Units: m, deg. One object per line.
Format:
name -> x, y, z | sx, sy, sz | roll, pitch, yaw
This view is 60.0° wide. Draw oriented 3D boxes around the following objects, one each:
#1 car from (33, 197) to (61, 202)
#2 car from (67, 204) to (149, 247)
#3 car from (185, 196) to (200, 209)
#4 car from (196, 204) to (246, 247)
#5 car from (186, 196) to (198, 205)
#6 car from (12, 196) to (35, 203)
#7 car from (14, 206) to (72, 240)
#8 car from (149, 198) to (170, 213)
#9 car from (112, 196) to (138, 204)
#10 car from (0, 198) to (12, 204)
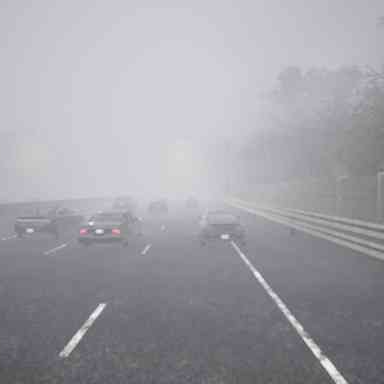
car -> -17.596, 1.459, 41.724 | 1.895, 1.301, 4.718 | 0, 0, 0
car -> -3.409, 1.492, 14.742 | 2.033, 1.411, 5.357 | 0, 0, 0
car -> 0.058, 1.405, 42.209 | 2.033, 1.411, 5.357 | 0, 0, 0
car -> 1.221, 1.472, 14.560 | 1.812, 1.442, 4.674 | 0, 0, 0
car -> -0.014, 1.349, 54.370 | 1.812, 1.442, 4.674 | 0, 0, 0
car -> -21.088, 1.359, 43.690 | 1.837, 1.490, 4.892 | 0, 0, 0
car -> -6.905, 1.430, 16.618 | 2.128, 1.511, 4.902 | 0, 0, 0
car -> -3.410, 1.372, 34.874 | 2.128, 1.511, 4.902 | 0, 0, 0
car -> -6.912, 1.233, 34.624 | 2.097, 1.767, 4.553 | 0, 0, 0
car -> -24.587, 1.420, 42.707 | 1.994, 1.385, 4.181 | 0, 0, 0
